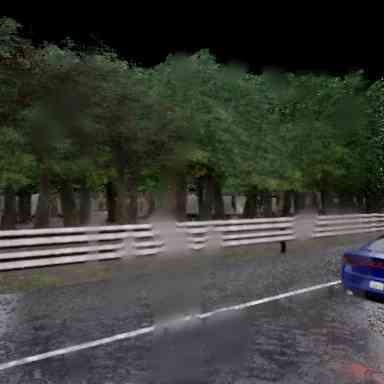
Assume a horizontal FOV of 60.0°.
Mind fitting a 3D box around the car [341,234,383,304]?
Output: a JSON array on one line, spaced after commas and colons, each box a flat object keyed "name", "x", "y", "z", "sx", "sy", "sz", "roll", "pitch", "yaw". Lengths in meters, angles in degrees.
[{"name": "car", "x": 5.432, "y": 1.596, "z": 7.557, "sx": 5.008, "sy": 1.535, "sz": 1.882, "roll": 1, "pitch": 0, "yaw": -35}]
